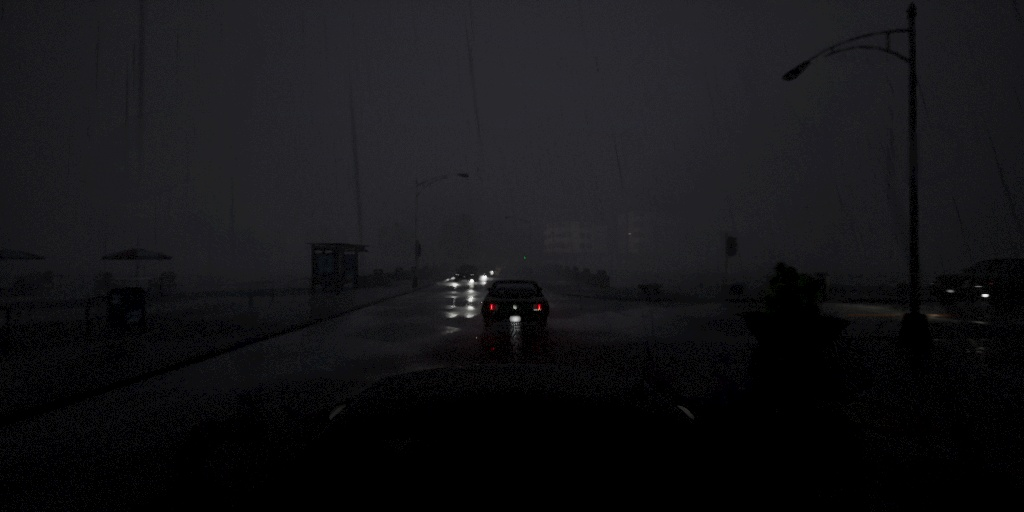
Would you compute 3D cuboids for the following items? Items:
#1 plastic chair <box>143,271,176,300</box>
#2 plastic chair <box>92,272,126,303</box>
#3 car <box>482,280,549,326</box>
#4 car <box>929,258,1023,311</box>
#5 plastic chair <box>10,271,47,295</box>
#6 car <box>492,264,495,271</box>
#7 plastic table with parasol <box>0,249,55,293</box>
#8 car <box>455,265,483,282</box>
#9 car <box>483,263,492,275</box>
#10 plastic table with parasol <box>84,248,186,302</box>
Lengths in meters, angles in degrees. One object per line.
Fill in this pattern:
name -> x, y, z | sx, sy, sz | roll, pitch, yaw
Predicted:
plastic chair -> -17.903, 1.444, 18.227 | 0.730, 1.272, 0.750 | 0, 0, 0
plastic chair -> -19.203, 1.432, 17.027 | 0.750, 1.272, 0.730 | 0, 0, 0
car -> 0.097, 1.455, 12.055 | 1.895, 1.301, 4.718 | 0, -1, 0
car -> 20.971, 1.105, 14.899 | 5.566, 2.045, 2.150 | 0, -1, 0
plastic chair -> -26.604, 1.459, 19.727 | 0.730, 1.272, 0.750 | 0, 0, 0
car -> -4.026, 1.930, 62.912 | 1.994, 1.385, 4.181 | 0, -1, 0
plastic table with parasol -> -27.804, 0.855, 19.777 | 2.482, 2.480, 2.482 | 0, 0, 0
car -> -4.095, 1.573, 33.378 | 1.837, 1.490, 4.892 | 0, -1, 0
car -> -4.086, 1.804, 46.785 | 1.895, 1.301, 4.718 | 0, -1, 0
plastic table with parasol -> -19.173, 0.842, 18.367 | 2.482, 2.480, 2.482 | 0, 0, 0
